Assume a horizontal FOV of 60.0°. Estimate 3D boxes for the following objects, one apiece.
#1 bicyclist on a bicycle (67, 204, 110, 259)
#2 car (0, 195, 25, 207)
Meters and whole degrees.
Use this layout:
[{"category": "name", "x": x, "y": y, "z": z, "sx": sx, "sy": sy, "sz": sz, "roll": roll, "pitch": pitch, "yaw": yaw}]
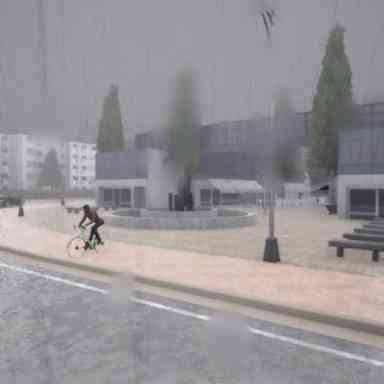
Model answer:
[{"category": "bicyclist on a bicycle", "x": -3.161, "y": 1.204, "z": 10.329, "sx": 0.582, "sy": 1.620, "sz": 1.656, "roll": 1, "pitch": 1, "yaw": 34}, {"category": "car", "x": -22.539, "y": 1.063, "z": 40.845, "sx": 2.128, "sy": 1.511, "sz": 4.902, "roll": 0, "pitch": 1, "yaw": 3}]
